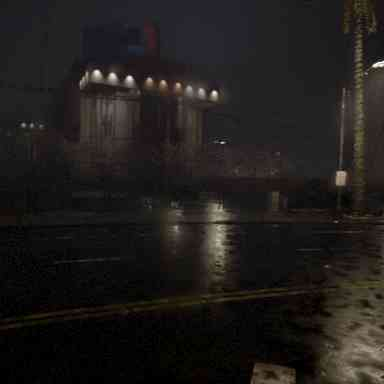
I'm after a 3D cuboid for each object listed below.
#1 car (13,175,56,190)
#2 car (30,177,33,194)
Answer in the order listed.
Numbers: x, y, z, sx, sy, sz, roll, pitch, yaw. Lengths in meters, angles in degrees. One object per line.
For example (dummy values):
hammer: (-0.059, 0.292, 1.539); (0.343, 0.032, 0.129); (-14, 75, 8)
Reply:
car: (-23.260, -1.439, 49.201); (5.566, 2.045, 2.435); (0, 3, -28)
car: (-16.794, -0.586, 37.379); (4.674, 1.452, 2.002); (0, 3, -28)
